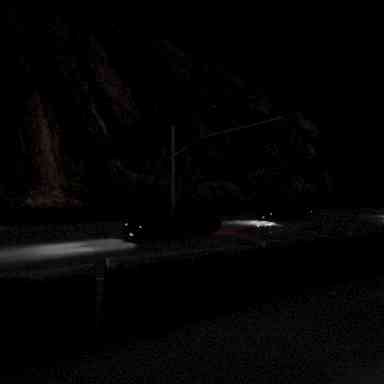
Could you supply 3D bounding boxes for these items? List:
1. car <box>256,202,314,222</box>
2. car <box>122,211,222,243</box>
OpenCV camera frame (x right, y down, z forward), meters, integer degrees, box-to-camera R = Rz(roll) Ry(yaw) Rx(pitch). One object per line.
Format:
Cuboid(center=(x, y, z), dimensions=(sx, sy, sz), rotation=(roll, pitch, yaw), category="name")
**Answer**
Cuboid(center=(7.543, 1.525, 26.651), dimensions=(5.357, 1.411, 2.033), rotation=(0, 0, -36), category="car")
Cuboid(center=(-0.917, 1.600, 16.235), dimensions=(4.718, 1.301, 1.895), rotation=(0, 0, -36), category="car")
